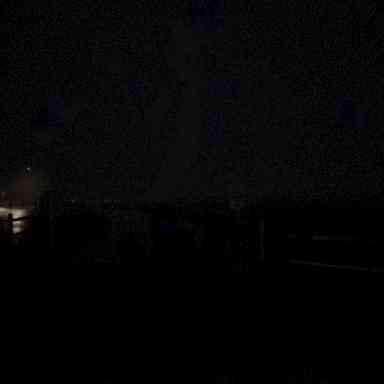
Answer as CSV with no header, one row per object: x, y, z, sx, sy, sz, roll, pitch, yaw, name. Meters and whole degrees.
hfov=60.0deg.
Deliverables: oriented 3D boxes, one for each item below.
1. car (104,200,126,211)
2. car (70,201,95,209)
-10.895,1.823,46.138,1.882,1.535,5.008,0,0,-37,car
-17.794,2.045,53.978,4.718,1.301,1.895,-1,0,42,car
